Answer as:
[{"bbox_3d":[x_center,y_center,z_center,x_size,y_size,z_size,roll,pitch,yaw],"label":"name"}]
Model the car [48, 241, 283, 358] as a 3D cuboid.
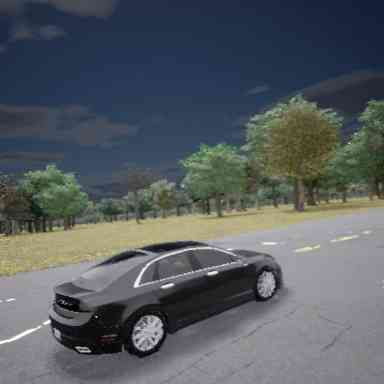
[{"bbox_3d":[-0.204,1.738,6.596,4.892,1.490,1.837,-5,-1,-39],"label":"car"}]
